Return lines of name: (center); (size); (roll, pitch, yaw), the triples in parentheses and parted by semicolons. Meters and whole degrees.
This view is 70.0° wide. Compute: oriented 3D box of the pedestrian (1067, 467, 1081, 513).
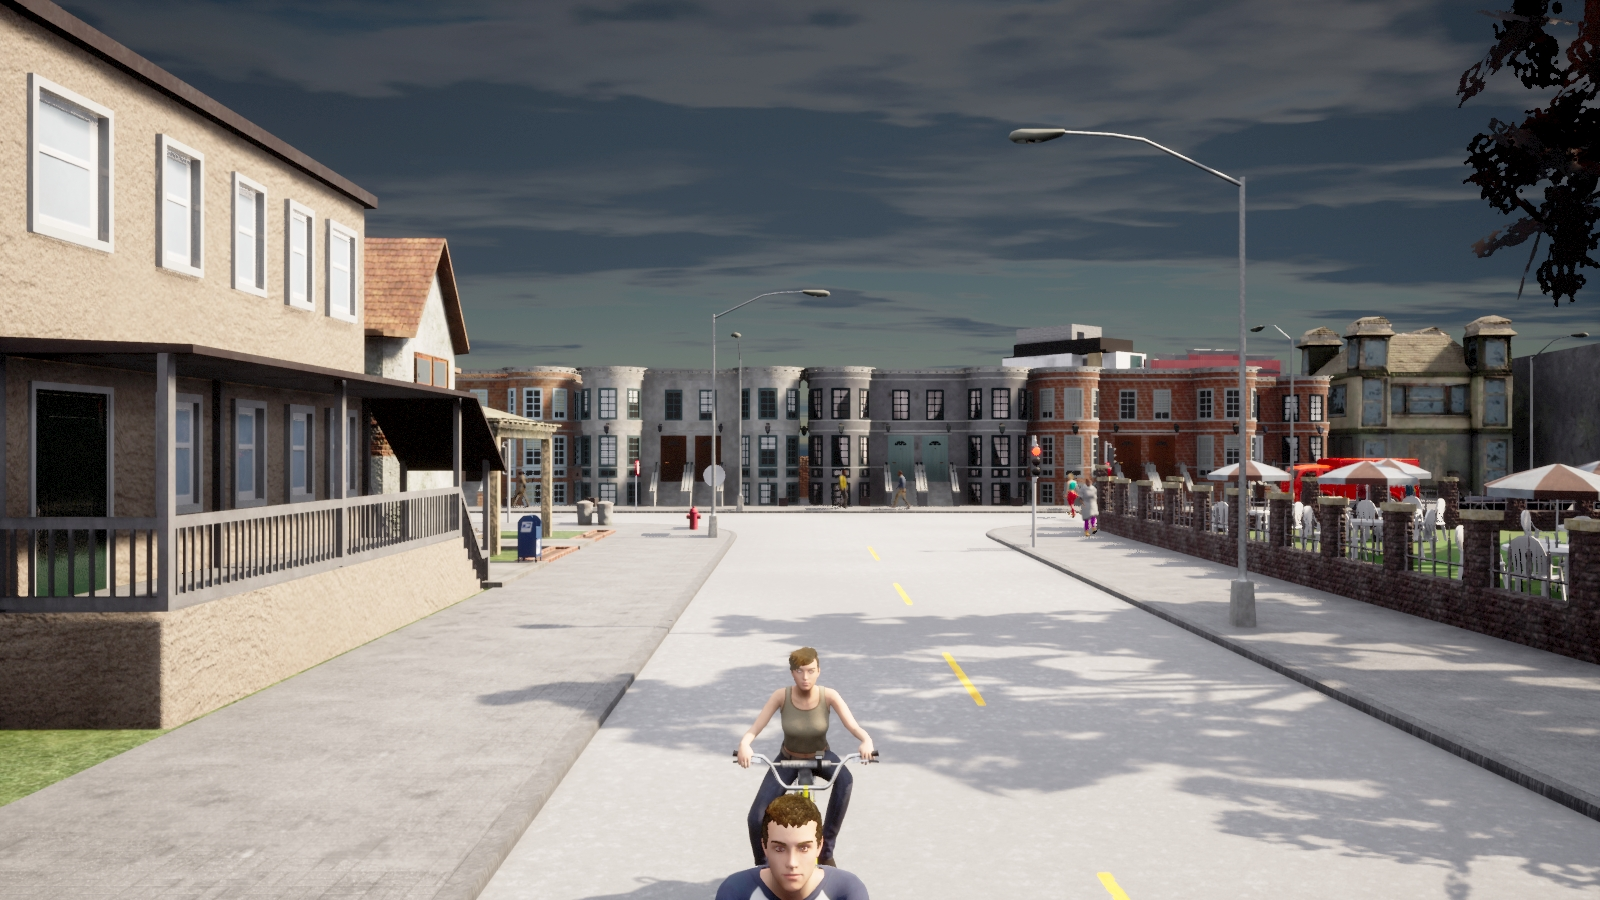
pedestrian: (11.199, 1.648, 46.698); (0.375, 1.860, 0.375); (0, 0, -24)

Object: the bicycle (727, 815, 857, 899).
bicycle: (-0.022, 1.938, 3.212); (0.373, 1.296, 1.643); (0, 0, 0)

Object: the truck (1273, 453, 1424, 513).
truck: (23.374, 1.365, 48.875); (5.204, 2.467, 2.627); (0, 0, 0)

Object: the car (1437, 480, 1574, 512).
car: (30.125, 1.955, 48.889); (4.718, 1.301, 1.895); (0, 0, 0)

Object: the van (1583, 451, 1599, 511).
van: (37.194, 1.334, 48.909); (5.915, 2.561, 1.988); (0, 0, 1)

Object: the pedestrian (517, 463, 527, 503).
pedestrian: (-12.913, 1.546, 53.084); (0.375, 1.860, 0.375); (0, 0, -2)

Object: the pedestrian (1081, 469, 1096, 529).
pedestrian: (8.980, 1.530, 35.581); (0.375, 1.860, 0.375); (0, 0, 2)

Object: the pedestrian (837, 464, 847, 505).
pedestrian: (1.908, 1.545, 51.724); (0.375, 1.860, 0.375); (0, 0, 16)

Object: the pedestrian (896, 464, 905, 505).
pedestrian: (4.537, 1.547, 51.722); (0.375, 1.860, 0.375); (0, 0, 13)

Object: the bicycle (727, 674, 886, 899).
bicycle: (0.033, 2.040, 6.906); (0.859, 1.080, 1.487); (0, 0, 0)
